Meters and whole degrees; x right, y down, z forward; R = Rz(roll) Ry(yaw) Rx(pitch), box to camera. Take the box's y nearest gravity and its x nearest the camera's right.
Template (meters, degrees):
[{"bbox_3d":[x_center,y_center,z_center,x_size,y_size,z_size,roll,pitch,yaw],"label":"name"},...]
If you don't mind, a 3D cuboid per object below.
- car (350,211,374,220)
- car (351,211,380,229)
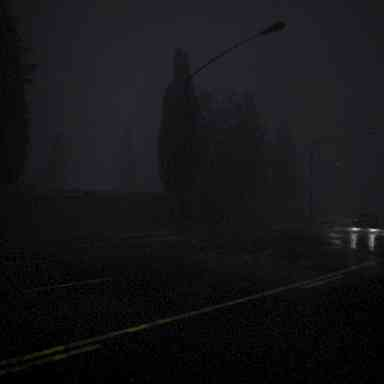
[{"bbox_3d":[32.390,4.415,63.513,2.033,1.411,5.357,1,-2,2],"label":"car"},{"bbox_3d":[16.605,2.652,31.592,1.812,1.442,4.674,1,-3,34],"label":"car"}]
